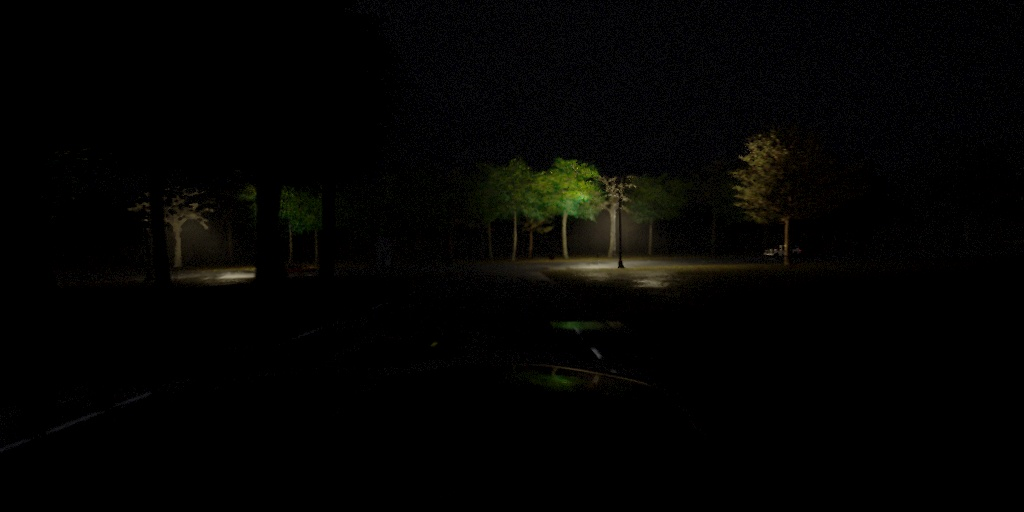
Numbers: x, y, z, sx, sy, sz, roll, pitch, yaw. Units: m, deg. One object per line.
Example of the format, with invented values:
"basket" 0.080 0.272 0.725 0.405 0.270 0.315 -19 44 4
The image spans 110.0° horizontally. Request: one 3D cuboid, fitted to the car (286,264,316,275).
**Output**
"car" -33.081 2.054 55.443 5.008 1.535 1.882 -1 3 0
